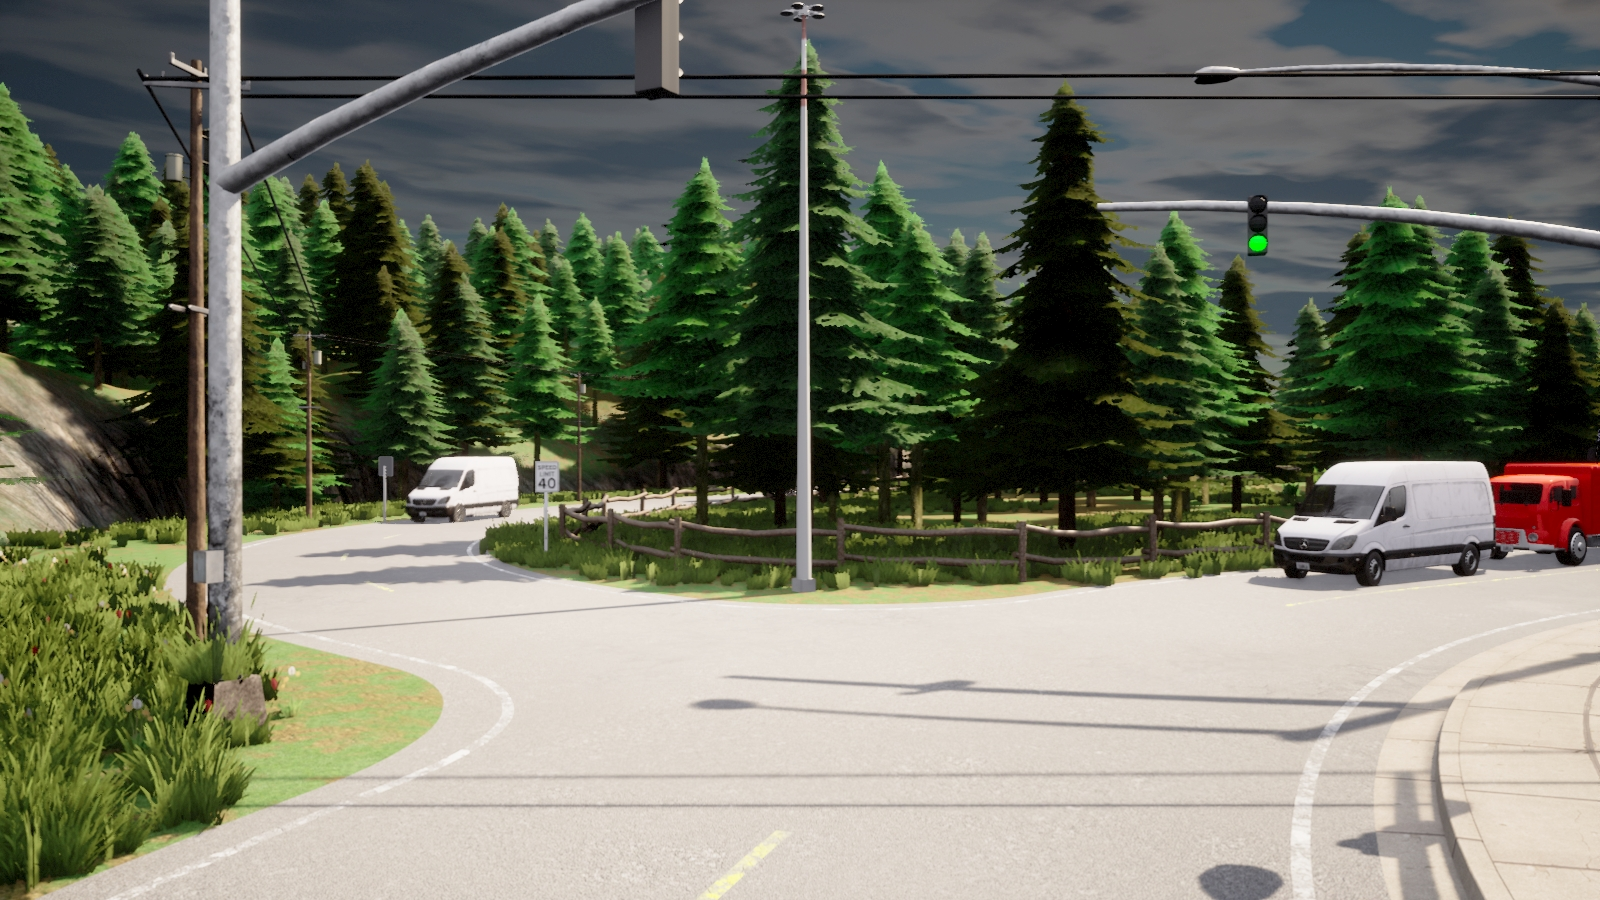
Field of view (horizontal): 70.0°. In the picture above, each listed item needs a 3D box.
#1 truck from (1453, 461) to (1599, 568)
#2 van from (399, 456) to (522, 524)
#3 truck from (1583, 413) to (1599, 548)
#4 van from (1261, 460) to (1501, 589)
[{"bbox_3d":[19.609,1.545,29.366,5.204,2.467,2.627,0,0,-30],"label":"truck"},{"bbox_3d":[-13.626,1.542,46.329,1.988,2.561,5.915,0,0,14],"label":"van"},{"bbox_3d":[26.799,0.874,33.574,8.468,3.827,2.891,0,0,-30],"label":"truck"},{"bbox_3d":[12.991,1.514,25.400,5.915,2.561,1.988,0,0,-32],"label":"van"}]
